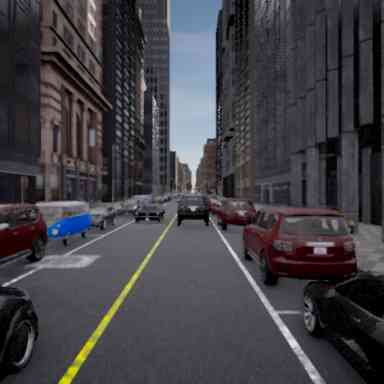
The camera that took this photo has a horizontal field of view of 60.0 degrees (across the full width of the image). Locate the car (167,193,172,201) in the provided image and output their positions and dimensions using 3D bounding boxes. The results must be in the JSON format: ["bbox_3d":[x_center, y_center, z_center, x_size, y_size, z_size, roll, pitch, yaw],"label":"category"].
[{"bbox_3d":[-5.832,1.415,71.223,1.887,1.381,4.507,1,0,0],"label":"car"}]

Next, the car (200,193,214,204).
[{"bbox_3d":[2.693,1.213,59.967,2.192,1.841,5.009,1,0,0],"label":"car"}]

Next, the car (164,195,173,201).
[{"bbox_3d":[-5.830,1.393,82.472,2.008,1.369,4.403,1,0,0],"label":"car"}]

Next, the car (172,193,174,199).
[{"bbox_3d":[-5.828,1.171,76.847,2.192,1.841,5.009,1,0,0],"label":"car"}]

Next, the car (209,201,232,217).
[{"bbox_3d":[2.684,1.541,31.845,1.802,1.307,4.206,1,0,0],"label":"car"}]

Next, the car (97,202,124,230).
[{"bbox_3d":[-5.845,1.531,20.601,2.008,1.369,4.403,1,0,0],"label":"car"}]

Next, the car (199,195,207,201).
[{"bbox_3d":[2.696,1.424,82.466,1.802,1.307,4.206,1,0,0],"label":"car"}]

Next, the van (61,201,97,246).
[{"bbox_3d":[-5.844,1.329,14.976,1.690,1.788,3.998,1,0,0],"label":"van"}]

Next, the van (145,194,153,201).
[{"bbox_3d":[-5.838,1.289,37.475,1.690,1.788,3.998,1,0,0],"label":"van"}]

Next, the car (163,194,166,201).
[{"bbox_3d":[-5.836,1.456,54.349,1.887,1.381,4.507,1,0,0],"label":"car"}]

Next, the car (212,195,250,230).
[{"bbox_3d":[2.683,1.294,20.595,2.192,1.841,5.009,1,0,0],"label":"car"}]

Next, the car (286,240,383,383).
[{"bbox_3d":[2.676,1.564,3.722,1.947,1.339,4.313,0,0,0],"label":"car"}]

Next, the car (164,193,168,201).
[{"bbox_3d":[-5.835,1.424,59.804,1.752,1.417,4.829,1,0,0],"label":"car"}]

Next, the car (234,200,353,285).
[{"bbox_3d":[2.680,1.308,9.346,2.192,1.841,5.009,1,0,0],"label":"car"}]

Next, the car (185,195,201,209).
[{"bbox_3d":[0.108,1.285,44.573,2.097,1.767,4.553,0,0,0],"label":"car"}]

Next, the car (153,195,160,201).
[{"bbox_3d":[-5.837,1.252,43.100,2.192,1.841,5.009,1,0,0],"label":"car"}]

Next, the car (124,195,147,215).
[{"bbox_3d":[-5.841,1.400,31.850,1.967,1.590,4.097,1,0,0],"label":"car"}]

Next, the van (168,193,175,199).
[{"bbox_3d":[-5.825,1.156,93.722,1.690,1.788,3.998,1,0,0],"label":"van"}]

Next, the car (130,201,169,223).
[{"bbox_3d":[-3.060,1.573,25.024,1.895,1.301,4.718,0,0,0],"label":"car"}]

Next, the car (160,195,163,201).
[{"bbox_3d":[-5.838,1.475,48.725,2.008,1.369,4.403,1,0,0],"label":"car"}]

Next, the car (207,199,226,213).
[{"bbox_3d":[2.685,1.492,37.470,1.887,1.381,4.507,1,0,0],"label":"car"}]

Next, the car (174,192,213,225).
[{"bbox_3d":[0.087,1.197,23.913,2.150,2.045,5.566,0,0,0],"label":"car"}]

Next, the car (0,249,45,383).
[{"bbox_3d":[-3.083,1.563,2.809,1.994,1.385,4.181,0,0,1],"label":"car"}]

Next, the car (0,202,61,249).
[{"bbox_3d":[-5.846,1.309,9.351,2.192,1.841,5.009,1,0,0],"label":"car"}]
